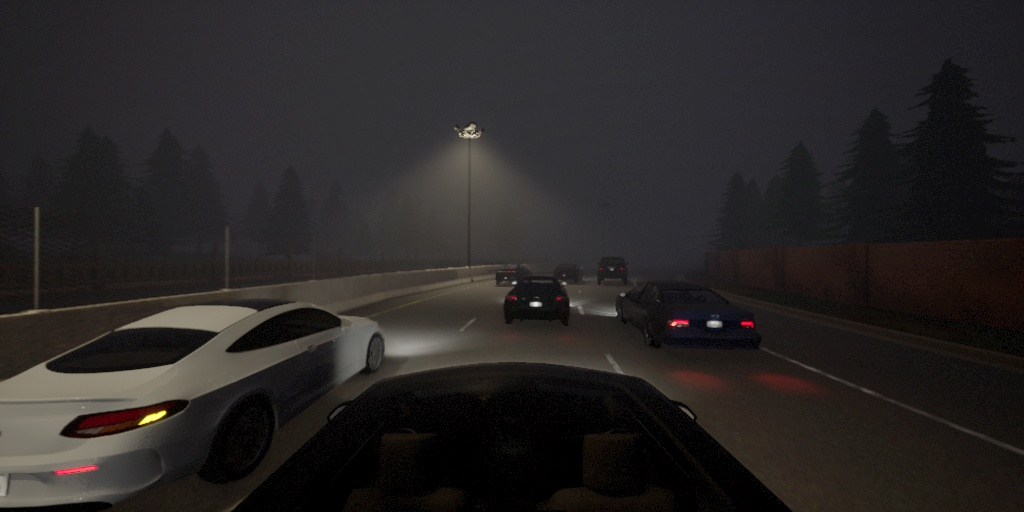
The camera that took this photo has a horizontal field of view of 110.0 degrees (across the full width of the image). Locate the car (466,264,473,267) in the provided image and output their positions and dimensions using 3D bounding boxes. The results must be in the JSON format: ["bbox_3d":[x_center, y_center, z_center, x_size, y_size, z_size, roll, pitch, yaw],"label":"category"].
[{"bbox_3d":[-3.886,1.340,46.144,2.033,1.411,5.357,0,0,25],"label":"car"}]

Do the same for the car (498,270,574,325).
[{"bbox_3d":[0.905,1.332,12.071,1.994,1.385,4.181,0,0,7],"label":"car"}]

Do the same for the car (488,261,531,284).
[{"bbox_3d":[0.214,1.276,26.479,2.128,1.511,4.902,0,0,15],"label":"car"}]

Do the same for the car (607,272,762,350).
[{"bbox_3d":[4.026,1.327,9.208,2.033,1.411,5.357,0,0,5],"label":"car"}]

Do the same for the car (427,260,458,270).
[{"bbox_3d":[-8.517,1.259,44.230,2.128,1.511,4.902,0,0,23],"label":"car"}]

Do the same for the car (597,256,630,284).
[{"bbox_3d":[7.870,1.044,27.888,2.150,2.045,5.566,0,0,18],"label":"car"}]

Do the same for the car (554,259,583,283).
[{"bbox_3d":[4.618,1.286,29.073,1.882,1.535,5.008,0,0,17],"label":"car"}]

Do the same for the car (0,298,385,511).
[{"bbox_3d":[-3.233,1.264,4.543,1.812,1.442,4.674,0,0,1],"label":"car"}]

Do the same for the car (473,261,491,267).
[{"bbox_3d":[-2.188,1.300,41.266,1.837,1.490,4.892,0,-1,23],"label":"car"}]
